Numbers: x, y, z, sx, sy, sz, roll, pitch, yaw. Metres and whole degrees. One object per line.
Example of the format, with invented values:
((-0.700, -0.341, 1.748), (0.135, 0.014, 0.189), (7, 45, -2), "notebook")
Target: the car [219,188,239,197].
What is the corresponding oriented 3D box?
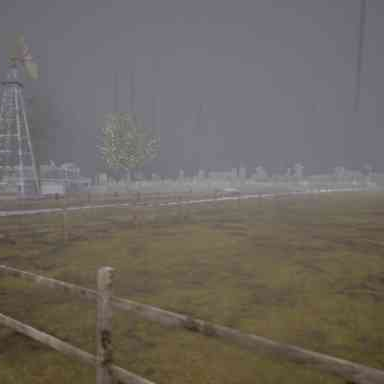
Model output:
((6.267, 0.047, 55.399), (1.812, 1.442, 4.674), (-1, 1, 35), "car")
